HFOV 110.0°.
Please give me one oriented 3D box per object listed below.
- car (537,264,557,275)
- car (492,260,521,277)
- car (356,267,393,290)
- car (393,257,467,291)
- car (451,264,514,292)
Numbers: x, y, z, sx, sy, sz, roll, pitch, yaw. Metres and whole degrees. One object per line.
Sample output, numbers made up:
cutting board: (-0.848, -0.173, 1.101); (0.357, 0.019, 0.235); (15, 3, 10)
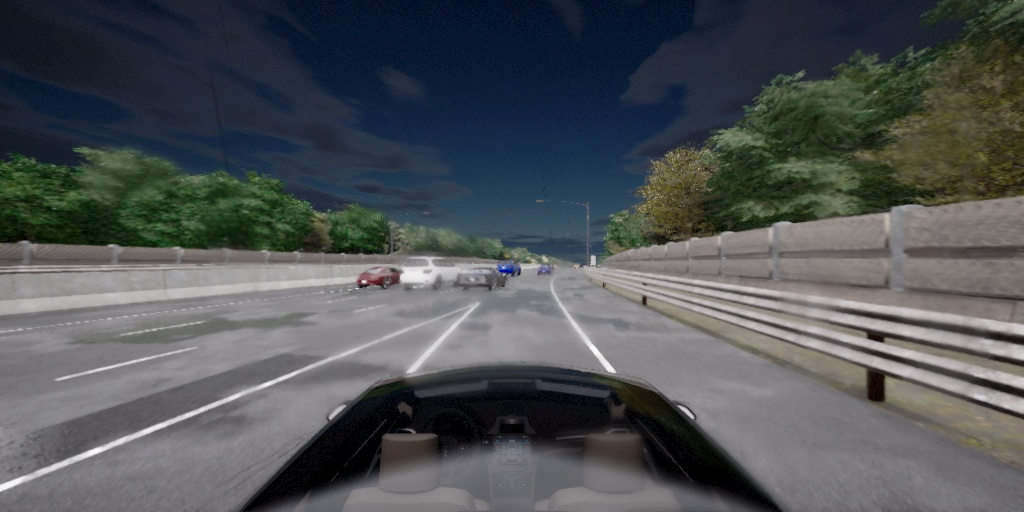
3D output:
car: (4.822, 1.982, 50.989); (1.812, 1.442, 4.674); (0, -1, 13)
car: (-0.361, 1.510, 43.993); (2.150, 2.045, 5.566); (0, -1, 13)
car: (-8.500, 1.437, 24.066); (1.812, 1.442, 4.674); (-1, -1, 13)
car: (-5.103, 1.103, 23.306); (2.150, 2.045, 5.566); (-1, -1, 13)
car: (-1.661, 1.418, 22.510); (2.033, 1.411, 5.357); (0, -1, 13)
